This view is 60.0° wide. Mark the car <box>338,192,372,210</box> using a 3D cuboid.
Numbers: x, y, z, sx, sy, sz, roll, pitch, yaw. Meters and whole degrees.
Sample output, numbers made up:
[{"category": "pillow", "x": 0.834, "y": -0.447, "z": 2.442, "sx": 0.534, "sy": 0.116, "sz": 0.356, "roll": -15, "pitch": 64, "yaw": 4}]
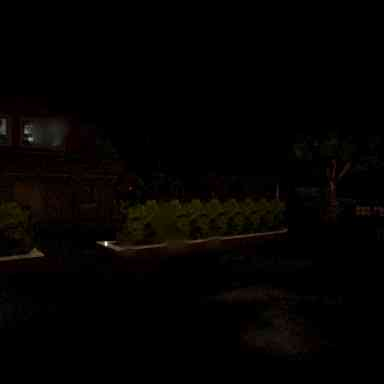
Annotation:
[{"category": "car", "x": 17.407, "y": 0.985, "z": 36.196, "sx": 3.866, "sy": 1.878, "sz": 1.905, "roll": 0, "pitch": 0, "yaw": 0}]
